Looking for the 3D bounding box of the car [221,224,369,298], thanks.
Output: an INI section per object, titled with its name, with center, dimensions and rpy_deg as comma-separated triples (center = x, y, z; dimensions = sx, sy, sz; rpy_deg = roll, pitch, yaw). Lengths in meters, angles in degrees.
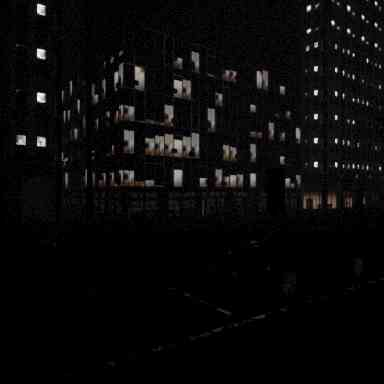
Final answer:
[car]
center = 2.756, 1.545, 8.530
dimensions = 4.507, 1.381, 1.887
rpy_deg = 0, 0, -36
